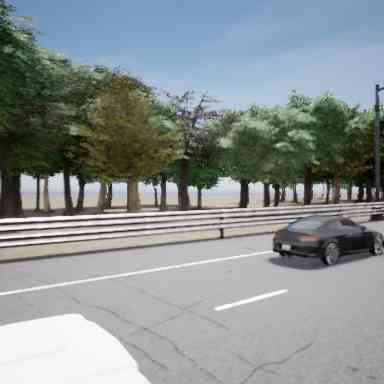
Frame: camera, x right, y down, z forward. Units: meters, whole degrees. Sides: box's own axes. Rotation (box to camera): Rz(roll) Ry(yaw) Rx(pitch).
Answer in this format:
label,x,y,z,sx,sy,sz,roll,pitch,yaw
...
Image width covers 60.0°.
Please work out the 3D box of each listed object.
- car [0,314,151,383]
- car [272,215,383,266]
label,x,y,z,sx,sy,sz,roll,pitch,yaw
car,-2.556,1.603,1.922,4.718,1.301,1.895,0,0,-36
car,4.732,1.503,11.425,4.674,1.442,1.812,0,0,-36
